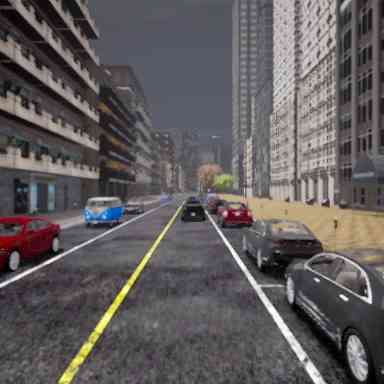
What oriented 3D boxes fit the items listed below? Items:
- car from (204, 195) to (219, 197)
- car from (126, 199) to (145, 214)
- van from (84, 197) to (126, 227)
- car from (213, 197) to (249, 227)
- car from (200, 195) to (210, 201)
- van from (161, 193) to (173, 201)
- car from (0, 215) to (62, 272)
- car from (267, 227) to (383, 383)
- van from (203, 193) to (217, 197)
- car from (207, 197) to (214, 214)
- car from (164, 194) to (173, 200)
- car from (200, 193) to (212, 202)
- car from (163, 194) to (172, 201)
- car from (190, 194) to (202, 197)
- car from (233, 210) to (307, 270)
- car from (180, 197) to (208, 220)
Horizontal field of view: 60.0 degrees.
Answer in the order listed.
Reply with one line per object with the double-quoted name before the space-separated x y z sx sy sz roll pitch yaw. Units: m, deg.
"car" 2.688 1.376 38.192 1.887 1.381 4.507 0 0 0
"car" -5.692 1.404 32.668 2.008 1.369 4.403 0 0 0
"van" -5.690 1.241 21.622 1.690 1.788 3.998 0 0 0
"car" 2.691 1.340 21.622 1.967 1.590 4.097 0 0 0
"car" 2.684 1.279 71.328 1.947 1.339 4.313 0 0 0
"van" -5.696 1.054 71.327 1.690 1.788 3.998 0 0 0
"car" -5.689 1.495 10.578 1.887 1.381 4.507 0 0 0
"car" 2.693 1.527 5.055 2.008 1.369 4.403 0 0 0
"van" 2.688 1.152 43.714 1.690 1.788 3.998 0 0 0
"car" 2.689 1.419 32.669 1.947 1.339 4.313 0 0 0
"car" -5.698 1.245 82.374 1.947 1.339 4.313 0 0 0
"car" 2.685 1.046 65.805 2.192 1.841 5.009 0 0 0
"car" -5.697 1.221 76.681 1.752 1.417 4.829 0 0 0
"car" 0.094 1.327 46.322 1.812 1.442 4.674 0 0 0
"car" 2.692 1.501 10.579 2.008 1.369 4.403 0 0 0
"car" 0.095 1.381 26.828 1.837 1.490 4.892 0 0 0
